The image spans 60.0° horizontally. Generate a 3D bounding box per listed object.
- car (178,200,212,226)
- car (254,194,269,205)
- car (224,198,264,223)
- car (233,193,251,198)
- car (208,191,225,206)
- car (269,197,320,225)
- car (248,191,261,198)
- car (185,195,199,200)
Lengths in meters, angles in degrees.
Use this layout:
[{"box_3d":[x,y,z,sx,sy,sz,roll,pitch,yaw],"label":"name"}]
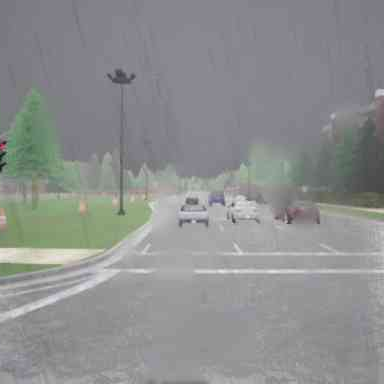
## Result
[{"box_3d":[0.102,1.455,22.064,1.895,1.301,4.718,0,0,0],"label":"car"},{"box_3d":[10.507,1.291,46.954,1.895,1.301,4.718,0,0,0],"label":"car"},{"box_3d":[3.591,1.368,23.790,1.812,1.442,4.674,0,0,0],"label":"car"},{"box_3d":[7.024,1.203,48.792,1.812,1.442,4.674,0,1,0],"label":"car"},{"box_3d":[3.515,0.910,47.566,2.150,2.045,5.566,0,1,0],"label":"car"},{"box_3d":[7.104,1.199,23.065,2.097,1.767,4.553,0,0,0],"label":"car"},{"box_3d":[10.509,0.846,56.953,2.150,2.045,5.566,0,0,0],"label":"car"},{"box_3d":[0.020,1.161,47.998,1.882,1.535,5.008,0,1,0],"label":"car"}]
